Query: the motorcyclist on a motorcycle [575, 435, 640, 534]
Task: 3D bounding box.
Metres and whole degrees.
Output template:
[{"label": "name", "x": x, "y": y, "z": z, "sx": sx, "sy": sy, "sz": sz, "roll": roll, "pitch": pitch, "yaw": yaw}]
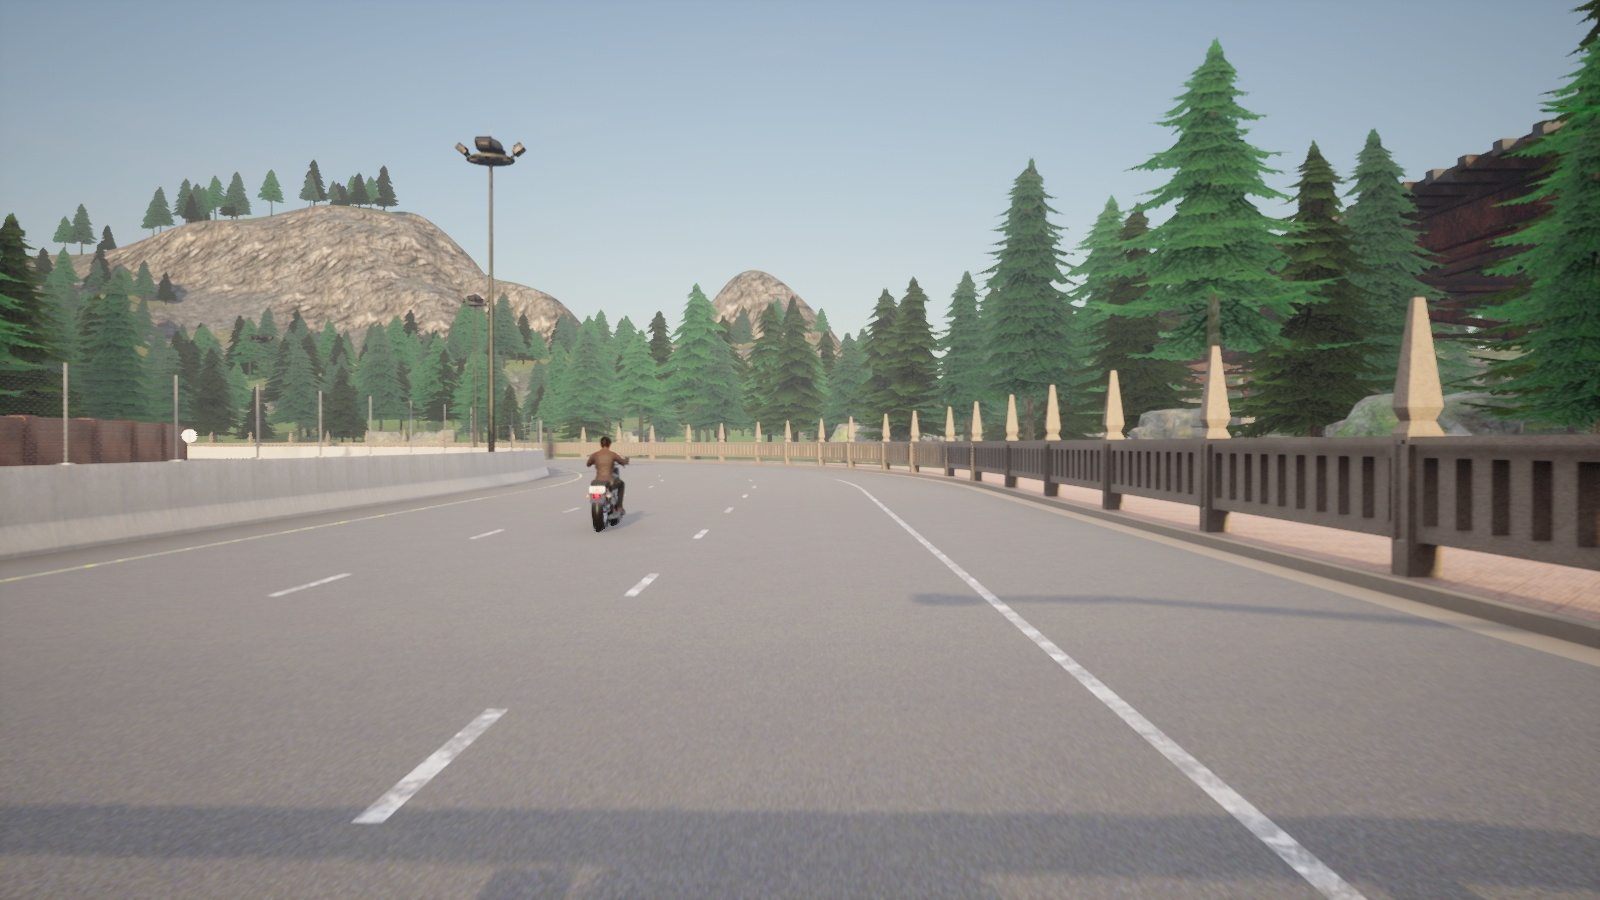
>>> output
[{"label": "motorcyclist on a motorcycle", "x": -3.362, "y": 0.570, "z": 22.099, "sx": 0.766, "sy": 1.649, "sz": 2.350, "roll": 0, "pitch": 0, "yaw": 0}]
